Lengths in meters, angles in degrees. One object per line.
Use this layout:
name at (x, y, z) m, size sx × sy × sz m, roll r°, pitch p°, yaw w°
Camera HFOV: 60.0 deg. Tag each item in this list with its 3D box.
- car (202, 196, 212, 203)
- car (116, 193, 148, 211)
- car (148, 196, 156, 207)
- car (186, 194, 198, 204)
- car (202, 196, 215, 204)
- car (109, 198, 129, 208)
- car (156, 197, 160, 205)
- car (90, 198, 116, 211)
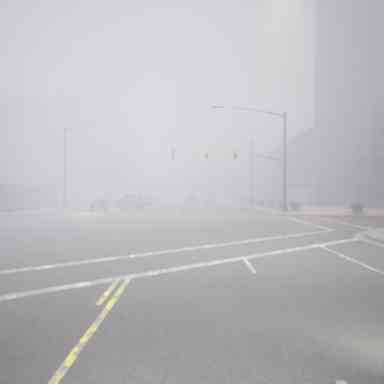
car at (3.470, 1.725, 78.233) m, size 2.033 × 1.411 × 5.357 m, roll 0°, pitch -1°, yaw 0°
car at (-7.086, 1.164, 39.726) m, size 2.150 × 2.045 × 5.566 m, roll 0°, pitch 0°, yaw 0°
car at (-7.077, 1.354, 49.366) m, size 2.097 × 1.767 × 4.553 m, roll 0°, pitch 0°, yaw -1°
car at (-0.026, 1.385, 67.845) m, size 2.150 × 2.045 × 5.566 m, roll 0°, pitch -1°, yaw 0°
car at (3.474, 1.693, 68.231) m, size 1.812 × 1.442 × 4.674 m, roll 0°, pitch -1°, yaw 0°
car at (-10.581, 1.598, 48.626) m, size 1.895 × 1.301 × 4.718 m, roll 0°, pitch 0°, yaw 0°
car at (-7.059, 1.591, 62.104) m, size 1.882 × 1.535 × 5.008 m, roll 0°, pitch 0°, yaw 0°
car at (-10.584, 1.430, 39.353) m, size 2.128 × 1.511 × 4.902 m, roll 0°, pitch 0°, yaw 0°
